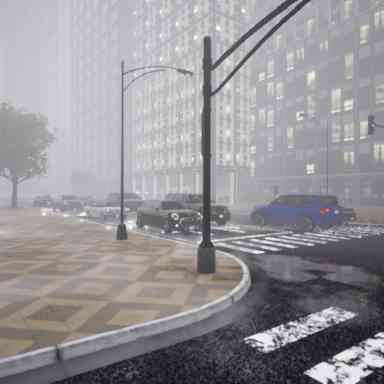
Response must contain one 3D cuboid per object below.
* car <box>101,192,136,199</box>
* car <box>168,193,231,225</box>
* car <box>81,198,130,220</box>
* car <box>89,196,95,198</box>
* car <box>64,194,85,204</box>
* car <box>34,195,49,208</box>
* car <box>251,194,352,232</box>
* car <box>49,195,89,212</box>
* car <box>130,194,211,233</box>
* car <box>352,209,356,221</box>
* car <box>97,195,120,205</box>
[{"bbox_3d":[-6.068,0.997,30.430,2.150,2.045,5.566,0,0,-37],"label":"car"},{"bbox_3d":[0.111,1.081,22.117,2.150,2.045,5.566,0,0,-37],"label":"car"},{"bbox_3d":[-6.697,1.390,25.817,1.895,1.301,4.718,0,0,-37],"label":"car"},{"bbox_3d":[-12.176,1.180,38.649,2.128,1.511,4.902,0,0,-37],"label":"car"},{"bbox_3d":[-18.993,1.123,53.576,1.994,1.385,4.181,0,0,-37],"label":"car"},{"bbox_3d":[-18.575,1.111,41.853,2.128,1.511,4.902,0,0,-36],"label":"car"},{"bbox_3d":[6.099,1.137,19.850,2.150,2.045,5.566,0,0,-37],"label":"car"},{"bbox_3d":[-12.569,1.059,33.725,2.097,1.767,4.553,0,0,-37],"label":"car"},{"bbox_3d":[-1.327,1.213,18.606,2.097,1.767,4.553,0,0,-37],"label":"car"},{"bbox_3d":[8.355,1.416,22.259,2.128,1.511,4.902,0,0,-37],"label":"car"},{"bbox_3d":[-12.750,1.155,50.631,1.812,1.442,4.674,0,0,-37],"label":"car"}]
